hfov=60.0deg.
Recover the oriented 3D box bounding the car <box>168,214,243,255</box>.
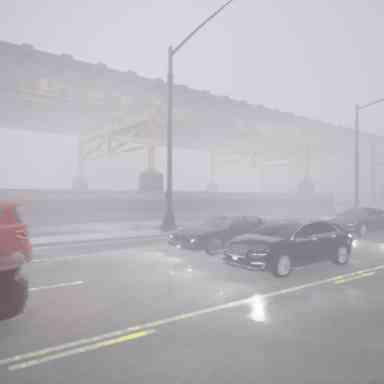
[{"bbox_3d":[1.668,1.635,13.763,5.357,1.411,2.033,1,0,-36],"label":"car"}]

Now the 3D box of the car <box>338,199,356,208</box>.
[{"bbox_3d":[23.780,1.760,51.172,1.853,1.218,4.536,0,0,18],"label":"car"}]

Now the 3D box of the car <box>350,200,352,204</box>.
[{"bbox_3d":[20.017,1.873,48.438,4.974,1.542,2.038,0,0,8],"label":"car"}]

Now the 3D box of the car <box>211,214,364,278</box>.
[{"bbox_3d":[3.163,1.587,10.534,4.892,1.490,1.837,1,0,-35],"label":"car"}]

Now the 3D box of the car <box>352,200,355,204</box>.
[{"bbox_3d":[23.762,1.917,51.121,2.038,1.542,4.974,0,0,18],"label":"car"}]

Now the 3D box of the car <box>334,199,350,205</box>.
[{"bbox_3d":[19.967,1.715,48.445,4.536,1.218,1.853,0,0,8],"label":"car"}]

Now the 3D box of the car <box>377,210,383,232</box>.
[{"bbox_3d":[11.736,1.729,16.583,5.357,1.411,2.033,1,0,-35],"label":"car"}]

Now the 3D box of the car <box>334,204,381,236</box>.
[{"bbox_3d":[9.999,1.689,19.636,4.892,1.490,1.837,1,0,-35],"label":"car"}]

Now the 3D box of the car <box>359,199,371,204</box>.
[{"bbox_3d":[27.623,1.810,54.874,4.536,1.218,1.853,0,0,-7],"label":"car"}]

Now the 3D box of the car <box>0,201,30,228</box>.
[{"bbox_3d":[-6.781,1.212,7.755,5.566,2.045,2.150,1,-1,-35],"label":"car"}]

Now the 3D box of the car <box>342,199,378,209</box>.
[{"bbox_3d":[27.674,1.968,54.880,4.974,1.542,2.038,0,0,-7],"label":"car"}]

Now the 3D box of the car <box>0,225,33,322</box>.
[{"bbox_3d":[-5.066,1.463,4.678,5.008,1.535,1.882,1,-1,-35],"label":"car"}]
